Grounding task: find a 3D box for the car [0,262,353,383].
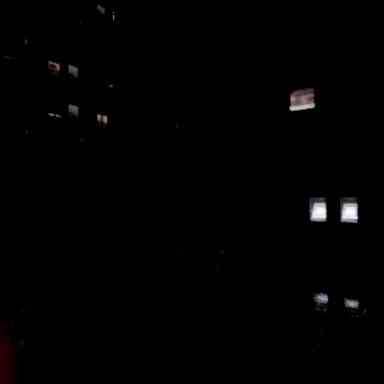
[{"bbox_3d":[-0.680,1.465,3.360,4.097,1.590,1.967,-1,-1,35],"label":"car"}]
